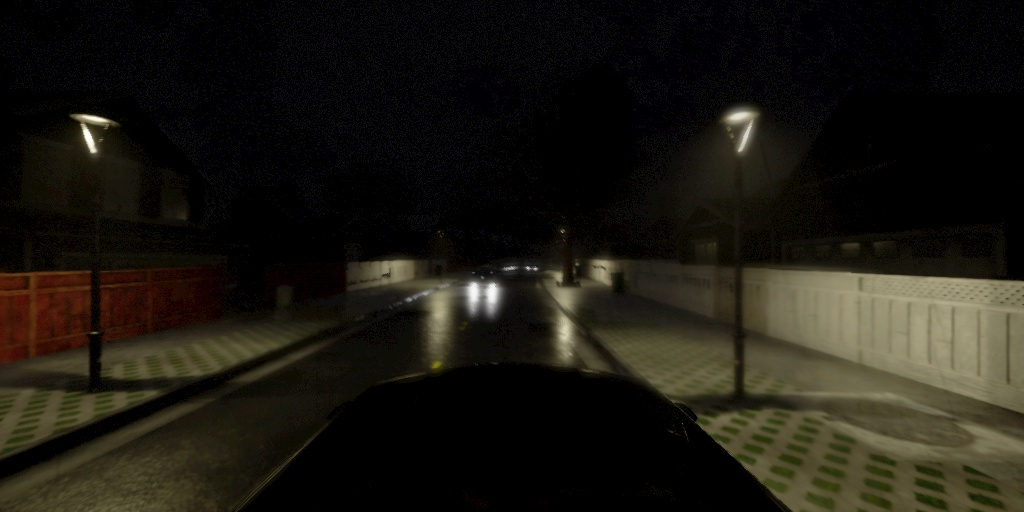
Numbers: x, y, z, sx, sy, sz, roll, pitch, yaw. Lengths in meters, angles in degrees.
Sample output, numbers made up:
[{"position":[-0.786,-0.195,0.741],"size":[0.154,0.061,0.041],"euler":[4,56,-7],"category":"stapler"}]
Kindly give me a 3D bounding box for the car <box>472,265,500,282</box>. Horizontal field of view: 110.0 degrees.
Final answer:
[{"position":[-2.143,1.442,30.528],"size":[1.895,1.301,4.718],"euler":[0,0,4],"category":"car"}]
